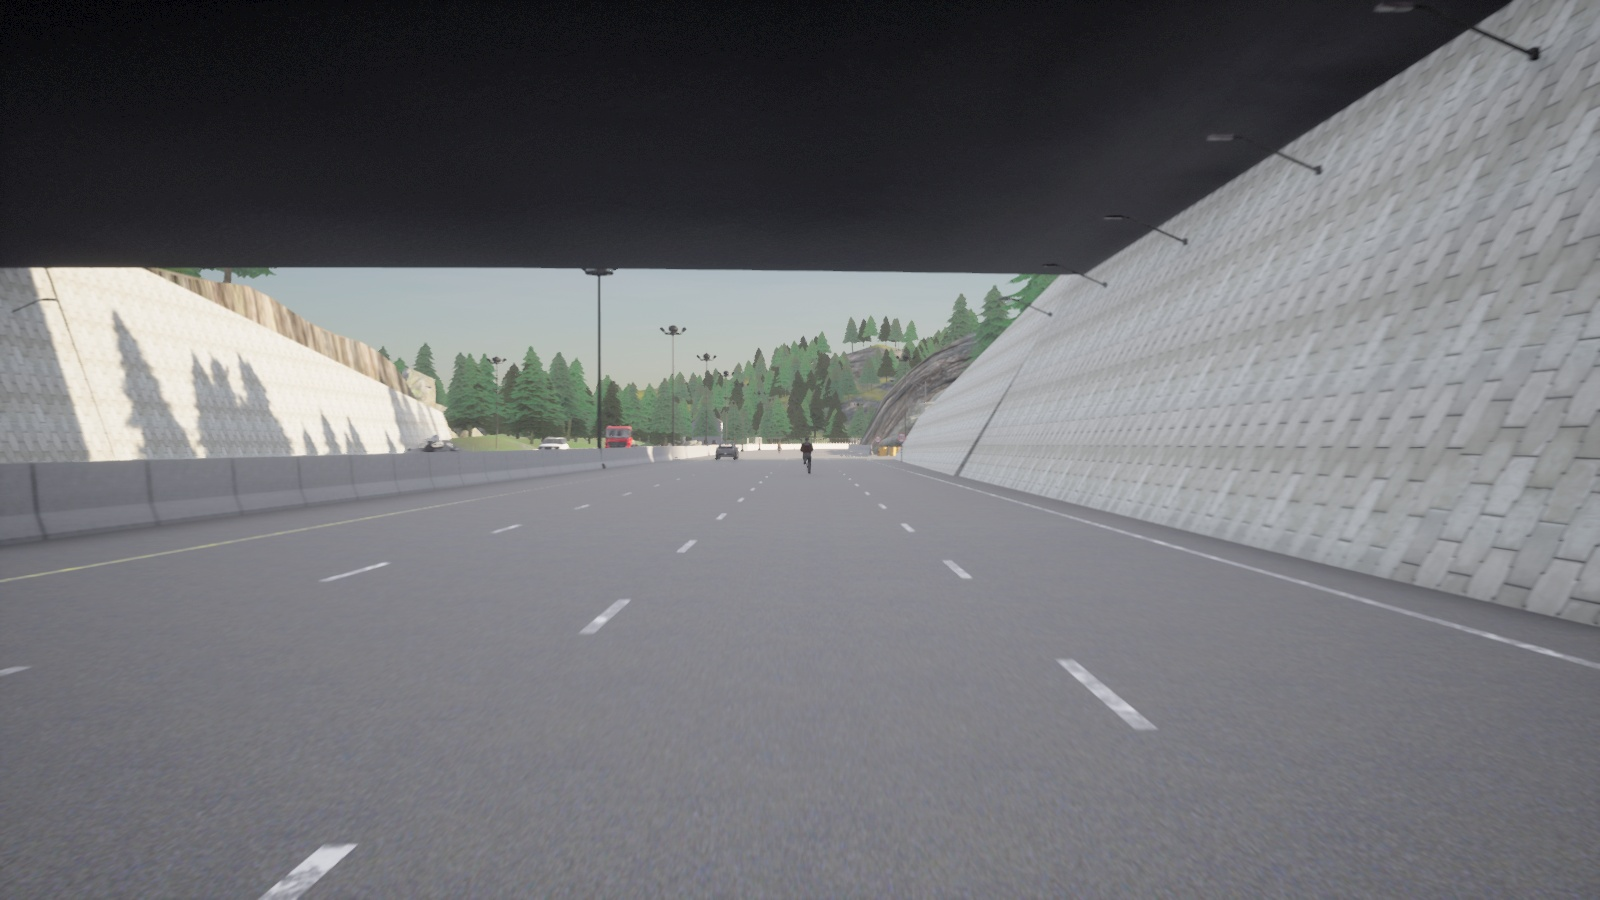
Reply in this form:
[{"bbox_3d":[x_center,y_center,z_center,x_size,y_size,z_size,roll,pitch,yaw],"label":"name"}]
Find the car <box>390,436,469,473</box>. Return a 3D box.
[{"bbox_3d":[-17.180,0.176,58.468,2.152,1.651,5.027,0,0,0],"label":"car"}]
